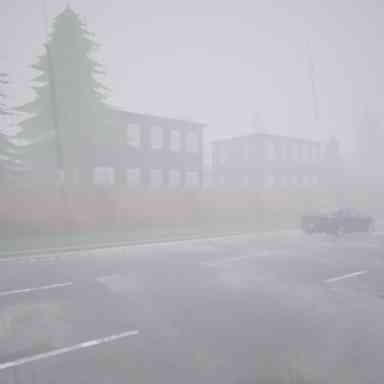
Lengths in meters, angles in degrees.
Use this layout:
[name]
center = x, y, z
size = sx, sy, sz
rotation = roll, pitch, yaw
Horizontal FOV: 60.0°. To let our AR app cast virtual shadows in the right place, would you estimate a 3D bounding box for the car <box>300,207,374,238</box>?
[car]
center = 8.032, 1.549, 18.191
size = 5.008, 1.535, 1.882
rotation = 0, 0, -36
